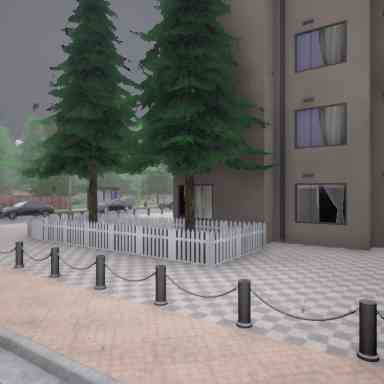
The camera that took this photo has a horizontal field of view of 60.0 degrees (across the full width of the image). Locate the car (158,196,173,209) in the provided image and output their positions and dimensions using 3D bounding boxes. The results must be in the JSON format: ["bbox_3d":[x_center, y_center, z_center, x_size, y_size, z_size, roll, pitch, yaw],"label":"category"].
[{"bbox_3d":[-2.491,1.337,44.299,2.097,1.767,4.553,0,0,37],"label":"car"}]

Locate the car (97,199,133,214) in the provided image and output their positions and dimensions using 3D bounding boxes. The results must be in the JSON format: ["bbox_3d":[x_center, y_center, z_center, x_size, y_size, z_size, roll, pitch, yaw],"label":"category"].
[{"bbox_3d":[-8.663,1.476,36.134,2.128,1.511,4.902,0,0,37],"label":"car"}]

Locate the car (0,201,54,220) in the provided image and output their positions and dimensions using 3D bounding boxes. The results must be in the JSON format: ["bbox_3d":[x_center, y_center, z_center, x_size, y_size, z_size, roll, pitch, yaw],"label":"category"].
[{"bbox_3d":[-14.255,1.510,28.674,1.812,1.442,4.674,0,0,37],"label":"car"}]
